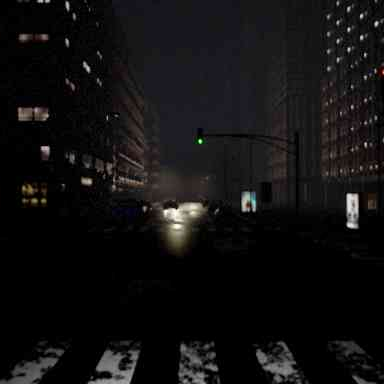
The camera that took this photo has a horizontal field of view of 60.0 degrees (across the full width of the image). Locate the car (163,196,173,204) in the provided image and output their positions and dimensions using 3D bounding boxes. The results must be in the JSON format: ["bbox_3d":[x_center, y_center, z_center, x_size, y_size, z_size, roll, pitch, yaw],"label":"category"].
[{"bbox_3d":[-5.540,1.862,77.446,1.967,1.590,4.097,0,0,0],"label":"car"}]

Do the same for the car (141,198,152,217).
[{"bbox_3d":[-5.621,1.487,33.227,2.192,1.841,5.009,0,0,0],"label":"car"}]

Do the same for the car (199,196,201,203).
[{"bbox_3d":[2.819,1.907,66.375,2.008,1.369,4.403,0,0,0],"label":"car"}]

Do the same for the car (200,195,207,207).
[{"bbox_3d":[2.799,1.732,55.320,1.967,1.590,4.097,0,0,0],"label":"car"}]

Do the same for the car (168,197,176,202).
[{"bbox_3d":[-5.511,2.089,94.028,1.947,1.339,4.313,0,0,0],"label":"car"}]

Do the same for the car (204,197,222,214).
[{"bbox_3d":[2.769,1.641,38.738,1.967,1.590,4.097,0,0,0],"label":"car"}]

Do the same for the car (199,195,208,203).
[{"bbox_3d":[2.851,1.770,82.958,2.192,1.841,5.009,0,0,0],"label":"car"}]

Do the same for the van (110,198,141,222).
[{"bbox_3d":[-5.631,1.484,27.699,1.690,1.788,3.998,0,0,0],"label":"van"}]

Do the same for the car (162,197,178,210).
[{"bbox_3d":[-2.917,1.799,45.795,1.994,1.385,4.181,0,0,0],"label":"car"}]

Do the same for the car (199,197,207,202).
[{"bbox_3d":[2.860,2.039,88.484,2.008,1.369,4.403,0,0,0],"label":"car"}]

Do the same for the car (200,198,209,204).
[{"bbox_3d":[2.839,2.003,77.429,1.802,1.307,4.206,0,0,0],"label":"car"}]

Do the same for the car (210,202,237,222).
[{"bbox_3d":[2.748,1.724,27.681,1.802,1.307,4.206,0,0,0],"label":"car"}]
